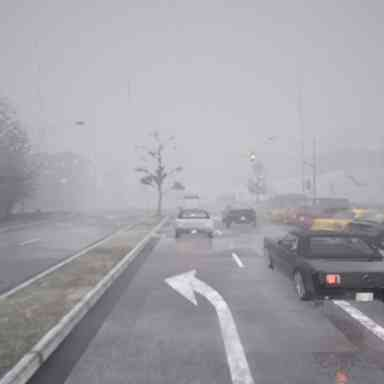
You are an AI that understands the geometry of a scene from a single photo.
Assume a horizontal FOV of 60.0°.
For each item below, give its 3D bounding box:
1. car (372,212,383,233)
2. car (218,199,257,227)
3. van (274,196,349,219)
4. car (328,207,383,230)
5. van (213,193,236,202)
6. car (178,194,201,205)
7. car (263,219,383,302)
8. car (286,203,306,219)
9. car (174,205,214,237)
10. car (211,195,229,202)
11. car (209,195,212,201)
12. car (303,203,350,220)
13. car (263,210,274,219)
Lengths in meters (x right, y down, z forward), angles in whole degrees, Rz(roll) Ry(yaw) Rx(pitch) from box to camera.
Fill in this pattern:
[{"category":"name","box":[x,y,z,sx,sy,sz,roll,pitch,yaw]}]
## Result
[{"category":"car","box":[8.072,1.478,9.658,5.008,1.535,2.097,1,0,-20]},{"category":"car","box":[3.090,1.476,22.599,1.882,1.535,5.008,0,-1,0]},{"category":"van","box":[7.955,1.260,21.547,4.442,1.987,1.878,1,0,-20]},{"category":"car","box":[8.058,1.480,12.643,4.892,1.521,2.231,1,0,-20]},{"category":"van","box":[7.933,1.268,76.816,4.442,1.987,1.878,1,-1,-20]},{"category":"car","box":[-0.333,1.237,37.804,2.150,2.045,5.566,0,0,-7]},{"category":"car","box":[3.097,1.587,8.176,1.895,1.301,4.718,0,0,0]},{"category":"car","box":[8.088,1.514,18.621,4.792,1.488,2.163,1,0,-20]},{"category":"car","box":[0.093,1.593,17.953,1.895,1.301,4.718,0,0,0]},{"category":"car","box":[8.064,1.814,94.730,4.553,1.767,2.185,1,-1,-20]},{"category":"car","box":[7.863,1.711,85.720,5.366,1.575,1.946,1,-1,-20]},{"category":"car","box":[8.237,1.480,15.691,5.366,1.575,1.946,1,0,-20]},{"category":"car","box":[7.888,1.486,24.506,5.366,1.575,1.946,1,0,-20]}]
